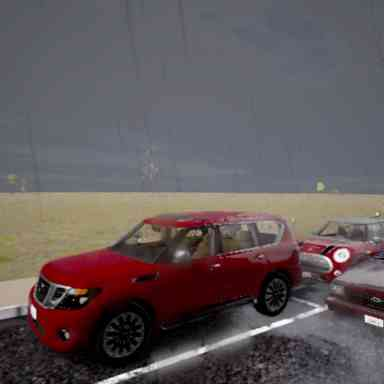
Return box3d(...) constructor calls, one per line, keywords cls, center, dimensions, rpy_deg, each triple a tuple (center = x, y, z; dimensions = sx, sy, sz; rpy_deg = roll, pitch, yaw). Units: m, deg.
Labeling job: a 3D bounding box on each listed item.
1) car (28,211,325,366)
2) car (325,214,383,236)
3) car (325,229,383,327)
box3d(cls="car", center=(-0.109, 1.325, 6.006), dimensions=(5.009, 1.841, 2.192), rpy_deg=(0, 1, -35))
box3d(cls="car", center=(4.397, 1.465, 9.222), dimensions=(4.097, 1.590, 1.967), rpy_deg=(0, 1, -35))
box3d(cls="car", center=(4.921, 1.569, 6.579), dimensions=(5.357, 1.411, 2.033), rpy_deg=(0, 0, -35))
